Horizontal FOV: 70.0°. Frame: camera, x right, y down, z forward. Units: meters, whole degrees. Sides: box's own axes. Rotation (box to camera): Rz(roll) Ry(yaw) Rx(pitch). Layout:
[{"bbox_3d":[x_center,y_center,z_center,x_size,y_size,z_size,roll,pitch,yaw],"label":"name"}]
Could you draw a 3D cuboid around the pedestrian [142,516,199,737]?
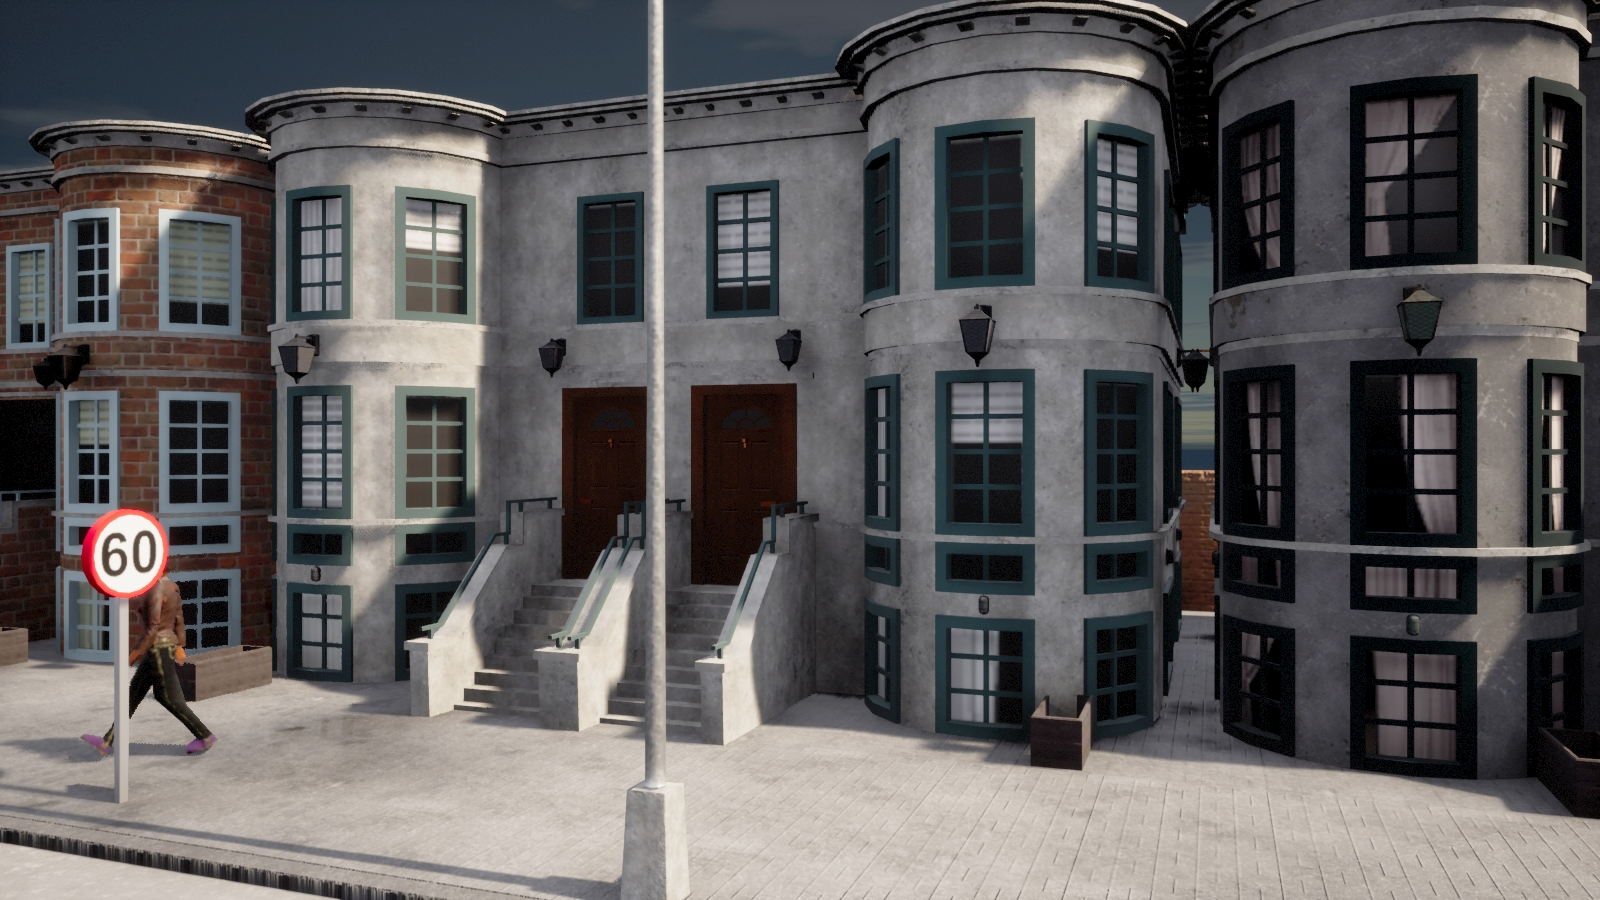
[{"bbox_3d":[-5.511,1.524,10.013,0.375,1.860,0.375,0,0,-18],"label":"pedestrian"}]
